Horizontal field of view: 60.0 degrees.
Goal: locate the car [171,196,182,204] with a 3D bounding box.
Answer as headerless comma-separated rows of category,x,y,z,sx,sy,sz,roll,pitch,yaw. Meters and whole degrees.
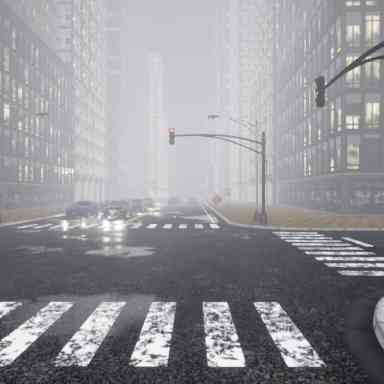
car,-3.191,1.634,70.342,2.128,1.511,4.902,0,0,0

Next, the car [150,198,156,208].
car,-6.617,1.593,49.670,1.812,1.442,4.674,0,0,0

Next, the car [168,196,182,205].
car,-3.176,1.575,59.121,1.882,1.535,5.008,0,0,0

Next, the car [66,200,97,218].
car,-9.868,1.503,30.343,1.882,1.535,5.008,0,0,0

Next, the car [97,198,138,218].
car,-6.614,1.517,30.096,2.128,1.511,4.902,0,0,0

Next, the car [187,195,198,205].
car,0.075,1.631,61.478,1.812,1.442,4.674,0,0,0

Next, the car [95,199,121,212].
car,-9.867,1.606,39.476,1.994,1.385,4.181,0,0,0

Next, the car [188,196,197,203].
car,0.034,1.622,71.325,1.882,1.535,5.008,0,0,0

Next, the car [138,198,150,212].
car,-6.618,1.520,39.623,1.882,1.535,5.008,0,0,0

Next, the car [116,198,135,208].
car,-9.863,1.631,49.400,1.994,1.385,4.181,0,0,0
